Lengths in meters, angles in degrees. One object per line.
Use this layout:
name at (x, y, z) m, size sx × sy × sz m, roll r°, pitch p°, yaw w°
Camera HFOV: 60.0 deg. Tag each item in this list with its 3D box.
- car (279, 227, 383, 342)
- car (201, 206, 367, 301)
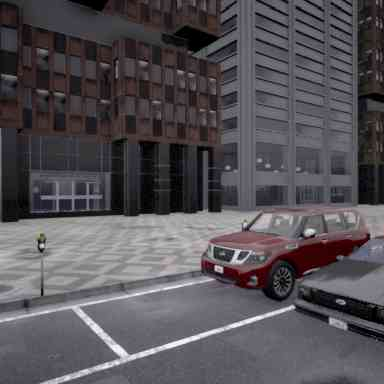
car at (4.319, 1.549, 6.436) m, size 5.357 × 1.411 × 2.033 m, roll 0°, pitch 0°, yaw -35°
car at (2.620, 1.317, 8.503) m, size 5.009 × 1.841 × 2.192 m, roll 0°, pitch 0°, yaw -35°
